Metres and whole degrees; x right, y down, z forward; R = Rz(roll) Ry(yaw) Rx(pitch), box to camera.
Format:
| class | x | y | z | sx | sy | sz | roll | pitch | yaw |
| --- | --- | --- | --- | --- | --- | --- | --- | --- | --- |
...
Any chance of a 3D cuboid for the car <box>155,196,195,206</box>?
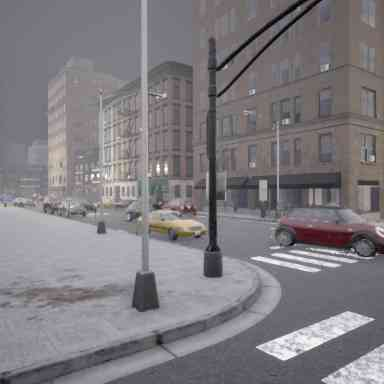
| class | x | y | z | sx | sy | sz | roll | pitch | yaw |
| --- | --- | --- | --- | --- | --- | --- | --- | --- | --- |
| car | -1.390 | 1.416 | 31.155 | 1.967 | 1.590 | 4.097 | 0 | 0 | -36 |

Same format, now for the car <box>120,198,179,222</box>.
| class | x | y | z | sx | sy | sz | roll | pitch | yaw |
| --- | --- | --- | --- | --- | --- | --- | --- | --- | --- |
| car | -3.230 | 1.503 | 24.350 | 1.837 | 1.490 | 4.892 | 0 | 2 | -35 |

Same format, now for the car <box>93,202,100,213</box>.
| class | x | y | z | sx | sy | sz | roll | pitch | yaw |
| --- | --- | --- | --- | --- | --- | --- | --- | --- | --- |
| car | -12.193 | 1.478 | 36.762 | 1.882 | 1.535 | 5.008 | 0 | 0 | -36 |

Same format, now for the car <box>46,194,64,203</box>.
| class | x | y | z | sx | sy | sz | roll | pitch | yaw |
| --- | --- | --- | --- | --- | --- | --- | --- | --- | --- |
| car | -27.944 | 1.283 | 67.850 | 2.192 | 1.841 | 5.009 | 0 | 0 | -36 |

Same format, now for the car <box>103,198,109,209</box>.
| class | x | y | z | sx | sy | sz | roll | pitch | yaw |
| --- | --- | --- | --- | --- | --- | --- | --- | --- | --- |
| car | -11.447 | 1.498 | 45.054 | 1.752 | 1.417 | 4.829 | 0 | 0 | -36 |

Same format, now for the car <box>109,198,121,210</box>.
| class | x | y | z | sx | sy | sz | roll | pitch | yaw |
| --- | --- | --- | --- | --- | --- | --- | --- | --- | --- |
| car | -8.028 | 1.539 | 40.330 | 1.947 | 1.339 | 4.313 | 0 | 0 | -36 |

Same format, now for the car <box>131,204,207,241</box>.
| class | x | y | z | sx | sy | sz | roll | pitch | yaw |
| --- | --- | --- | --- | --- | --- | --- | --- | --- | --- |
| car | -1.154 | 1.543 | 17.140 | 1.752 | 1.417 | 4.829 | 0 | 0 | -36 |

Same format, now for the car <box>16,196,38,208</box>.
| class | x | y | z | sx | sy | sz | roll | pitch | yaw |
| --- | --- | --- | --- | --- | --- | --- | --- | --- | --- |
| car | -24.488 | 1.592 | 49.387 | 1.802 | 1.307 | 4.206 | 0 | 0 | -36 |

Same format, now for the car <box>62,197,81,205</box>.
| class | x | y | z | sx | sy | sz | roll | pitch | yaw |
| --- | --- | --- | --- | --- | --- | --- | --- | --- | --- |
| car | -21.305 | 1.520 | 58.678 | 2.008 | 1.369 | 4.403 | 0 | 0 | -36 |

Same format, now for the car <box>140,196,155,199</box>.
| class | x | y | z | sx | sy | sz | roll | pitch | yaw |
| --- | --- | --- | --- | --- | --- | --- | --- | --- | --- |
| car | -4.710 | 1.289 | 35.742 | 2.192 | 1.841 | 5.009 | 0 | 0 | -36 |

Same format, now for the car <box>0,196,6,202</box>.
| class | x | y | z | sx | sy | sz | roll | pitch | yaw |
| --- | --- | --- | --- | --- | --- | --- | --- | --- | --- |
| car | -44.402 | 1.557 | 76.908 | 2.008 | 1.369 | 4.403 | 0 | 0 | -36 |

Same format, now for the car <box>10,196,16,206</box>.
| class | x | y | z | sx | sy | sz | roll | pitch | yaw |
| --- | --- | --- | --- | --- | --- | --- | --- | --- | --- |
| car | -27.707 | 1.534 | 53.836 | 1.752 | 1.417 | 4.829 | 0 | 0 | -36 |

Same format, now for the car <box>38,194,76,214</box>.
| class | x | y | z | sx | sy | sz | roll | pitch | yaw |
| --- | --- | --- | --- | --- | --- | --- | --- | --- | --- |
| car | -14.531 | 1.328 | 35.625 | 2.192 | 1.841 | 5.009 | 0 | 0 | -36 |

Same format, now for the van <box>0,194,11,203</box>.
| class | x | y | z | sx | sy | sz | roll | pitch | yaw |
| --- | --- | --- | --- | --- | --- | --- | --- | --- | --- |
| van | -37.765 | 1.349 | 67.733 | 1.690 | 1.788 | 3.998 | 0 | 0 | -36 |

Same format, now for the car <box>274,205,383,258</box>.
| class | x | y | z | sx | sy | sz | roll | pitch | yaw |
| --- | --- | --- | --- | --- | --- | --- | --- | --- | --- |
| car | 5.627 | 1.354 | 13.032 | 2.097 | 1.767 | 4.553 | 0 | 0 | -44 |

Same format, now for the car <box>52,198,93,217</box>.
| class | x | y | z | sx | sy | sz | roll | pitch | yaw |
| --- | --- | --- | --- | --- | --- | --- | --- | --- | --- |
| car | -11.211 | 1.565 | 31.038 | 2.008 | 1.369 | 4.403 | 0 | 0 | -36 |

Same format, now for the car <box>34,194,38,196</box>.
| class | x | y | z | sx | sy | sz | roll | pitch | yaw |
| --- | --- | --- | --- | --- | --- | --- | --- | --- | --- |
| car | -34.582 | 1.533 | 77.025 | 1.947 | 1.339 | 4.313 | 0 | 0 | -36 |
